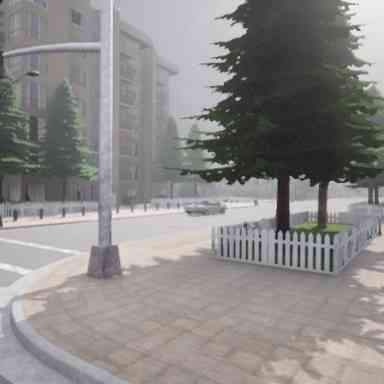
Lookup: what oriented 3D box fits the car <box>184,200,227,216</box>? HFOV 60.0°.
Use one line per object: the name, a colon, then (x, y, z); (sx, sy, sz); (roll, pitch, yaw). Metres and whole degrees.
car: (1.288, 1.415, 29.967); (1.895, 1.301, 4.718); (1, 1, 34)
